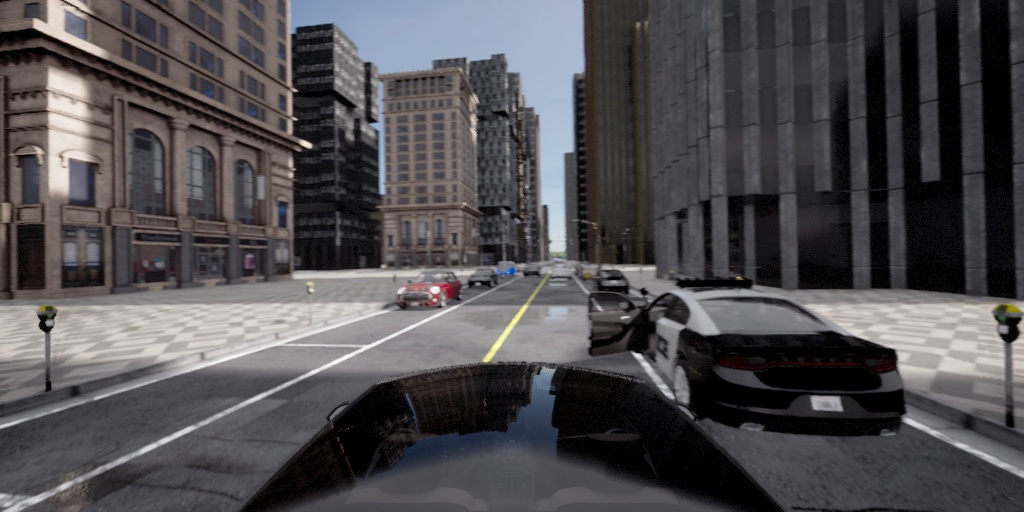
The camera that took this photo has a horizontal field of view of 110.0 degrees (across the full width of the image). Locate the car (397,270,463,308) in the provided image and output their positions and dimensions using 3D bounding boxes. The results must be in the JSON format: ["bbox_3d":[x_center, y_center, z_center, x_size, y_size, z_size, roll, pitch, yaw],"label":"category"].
[{"bbox_3d":[-3.586,1.412,16.255,1.967,1.591,4.097,0,0,8],"label":"car"}]

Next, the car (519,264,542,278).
[{"bbox_3d":[2.305,1.621,40.050,1.837,1.490,4.892,-1,-1,8],"label":"car"}]

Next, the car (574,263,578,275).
[{"bbox_3d":[7.846,1.538,37.497,2.007,1.370,4.403,0,0,8],"label":"car"}]

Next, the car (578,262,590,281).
[{"bbox_3d":[7.123,1.470,32.074,1.751,1.417,4.829,0,0,8],"label":"car"}]

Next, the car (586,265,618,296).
[{"bbox_3d":[5.609,1.420,20.723,1.948,1.339,4.313,0,0,8],"label":"car"}]

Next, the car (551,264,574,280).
[{"bbox_3d":[4.785,1.543,34.977,1.812,1.442,4.674,-1,-1,8],"label":"car"}]

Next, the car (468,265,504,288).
[{"bbox_3d":[-2.094,1.629,27.438,1.948,1.339,4.313,0,0,8],"label":"car"}]

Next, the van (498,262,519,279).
[{"bbox_3d":[-0.603,1.493,38.621,1.690,1.789,3.998,0,0,8],"label":"van"}]

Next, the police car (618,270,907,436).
[{"bbox_3d":[3.210,1.163,5.841,1.930,1.638,5.238,-1,-1,8],"label":"police car"}]
